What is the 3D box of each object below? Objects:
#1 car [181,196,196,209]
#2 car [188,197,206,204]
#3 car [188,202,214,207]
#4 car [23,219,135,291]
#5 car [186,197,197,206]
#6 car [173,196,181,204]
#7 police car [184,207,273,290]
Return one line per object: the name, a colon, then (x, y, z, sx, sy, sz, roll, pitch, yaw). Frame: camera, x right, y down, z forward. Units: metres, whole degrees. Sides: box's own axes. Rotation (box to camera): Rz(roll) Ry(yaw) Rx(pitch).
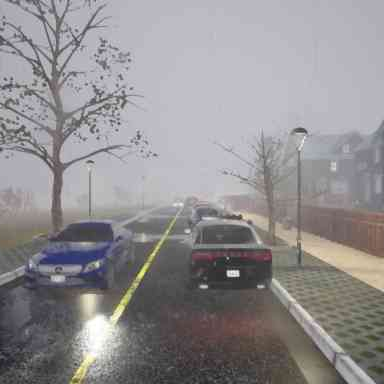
car: (-0.015, 1.367, 45.845, 2.097, 1.767, 4.553, 0, 0, 0)
car: (0.807, 1.459, 25.298, 1.801, 1.575, 5.366, 0, 0, 0)
car: (0.811, 1.527, 19.108, 1.812, 1.442, 4.674, 0, 0, 0)
car: (-2.756, 1.525, 9.161, 1.812, 1.442, 4.674, 0, 0, 0)
car: (-0.042, 1.551, 56.936, 1.812, 1.442, 4.674, 0, 0, 0)
car: (-2.800, 1.529, 66.760, 2.128, 1.511, 4.902, 0, 0, 0)
police car: (0.819, 1.425, 9.218, 1.930, 1.638, 5.238, 0, 0, 0)
